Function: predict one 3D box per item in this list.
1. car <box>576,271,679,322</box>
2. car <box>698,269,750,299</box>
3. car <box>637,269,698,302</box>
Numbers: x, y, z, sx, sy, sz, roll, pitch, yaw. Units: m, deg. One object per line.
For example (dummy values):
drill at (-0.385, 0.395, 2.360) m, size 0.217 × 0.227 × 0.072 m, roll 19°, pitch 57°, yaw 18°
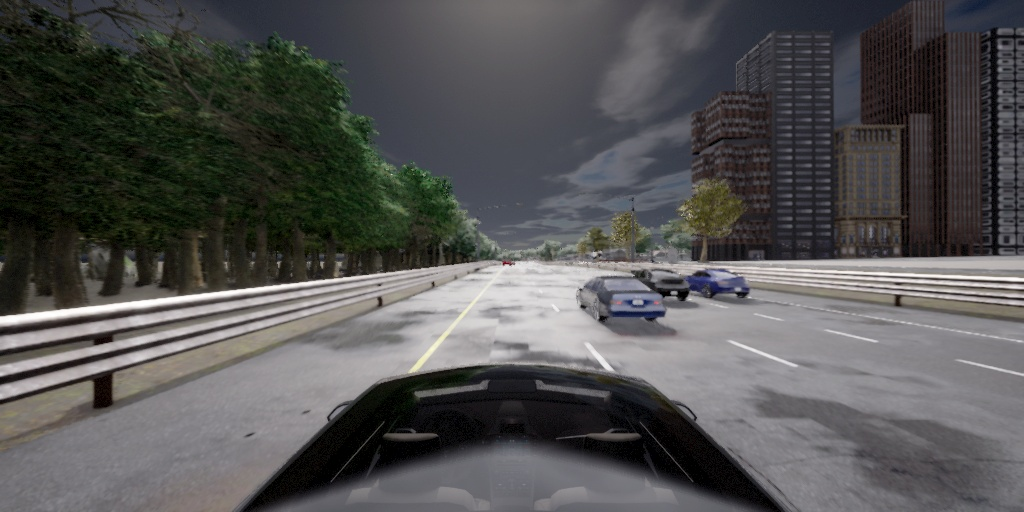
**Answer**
car at (3.601, 1.390, 12.770) m, size 2.033 × 1.411 × 5.357 m, roll 0°, pitch 0°, yaw 0°
car at (10.600, 1.415, 19.128) m, size 1.812 × 1.442 × 4.674 m, roll 0°, pitch 0°, yaw 0°
car at (7.101, 1.387, 18.134) m, size 1.837 × 1.490 × 4.892 m, roll 0°, pitch 0°, yaw 0°
